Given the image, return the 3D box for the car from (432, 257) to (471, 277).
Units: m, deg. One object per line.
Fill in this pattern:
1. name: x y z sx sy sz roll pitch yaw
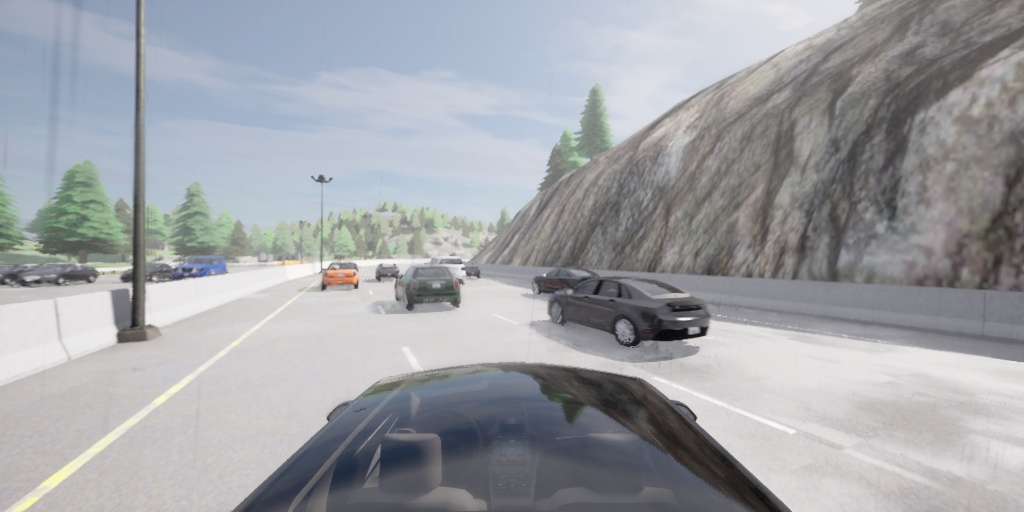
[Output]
1. car: -5.141 1.070 26.983 2.150 2.045 5.566 0 0 -24

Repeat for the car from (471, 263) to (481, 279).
1. car: -4.427 1.371 34.105 2.128 1.511 4.902 0 0 -23

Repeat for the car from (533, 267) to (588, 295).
1. car: 2.784 1.304 17.975 1.882 1.535 5.008 0 0 -24

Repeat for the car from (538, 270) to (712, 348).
1. car: 2.749 1.295 9.594 1.837 1.490 4.892 0 0 -24

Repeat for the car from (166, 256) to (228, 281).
1. car: -25.432 1.037 29.469 2.150 2.045 5.566 0 0 -22

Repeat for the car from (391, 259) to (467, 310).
1. car: -3.725 1.153 15.382 2.097 1.767 4.553 0 0 -24

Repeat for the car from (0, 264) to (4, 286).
1. car: -34.925 1.269 24.993 2.128 1.511 4.902 0 0 -22

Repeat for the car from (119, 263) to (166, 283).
1. car: -28.859 1.312 28.649 1.837 1.490 4.892 0 -1 -21

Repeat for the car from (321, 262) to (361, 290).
1. car: -11.346 1.174 23.741 2.097 1.767 4.553 0 0 -25

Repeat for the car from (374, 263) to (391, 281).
1. car: -11.088 1.348 31.882 2.128 1.511 4.902 0 0 -23

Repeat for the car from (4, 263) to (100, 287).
1. car: -31.008 1.276 24.680 2.128 1.511 4.902 0 0 -22
